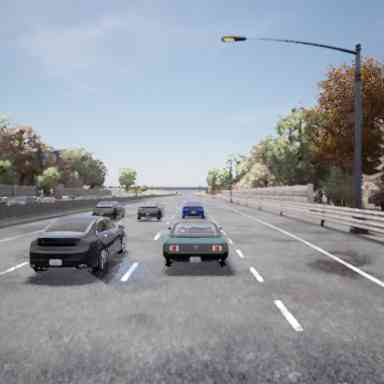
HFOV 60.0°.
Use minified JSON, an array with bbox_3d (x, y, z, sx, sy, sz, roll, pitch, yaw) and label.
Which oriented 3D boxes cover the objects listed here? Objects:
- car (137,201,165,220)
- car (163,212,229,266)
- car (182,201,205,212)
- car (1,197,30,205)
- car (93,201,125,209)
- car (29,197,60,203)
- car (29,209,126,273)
[{"bbox_3d":[-3.392,1.506,28.021,2.128,1.511,4.902,0,0,0],"label":"car"},{"bbox_3d":[0.104,1.603,11.524,1.895,1.301,4.718,0,0,0],"label":"car"},{"bbox_3d":[0.110,1.493,29.633,1.882,1.535,5.008,0,0,0],"label":"car"},{"bbox_3d":[-21.070,1.380,41.221,2.097,1.767,4.553,0,0,0],"label":"car"},{"bbox_3d":[-6.892,1.506,28.025,2.128,1.511,4.902,0,0,0],"label":"car"},{"bbox_3d":[-17.573,1.506,40.899,1.882,1.535,5.008,0,0,0],"label":"car"},{"bbox_3d":[-3.397,1.507,10.697,1.837,1.490,4.892,0,0,0],"label":"car"}]
